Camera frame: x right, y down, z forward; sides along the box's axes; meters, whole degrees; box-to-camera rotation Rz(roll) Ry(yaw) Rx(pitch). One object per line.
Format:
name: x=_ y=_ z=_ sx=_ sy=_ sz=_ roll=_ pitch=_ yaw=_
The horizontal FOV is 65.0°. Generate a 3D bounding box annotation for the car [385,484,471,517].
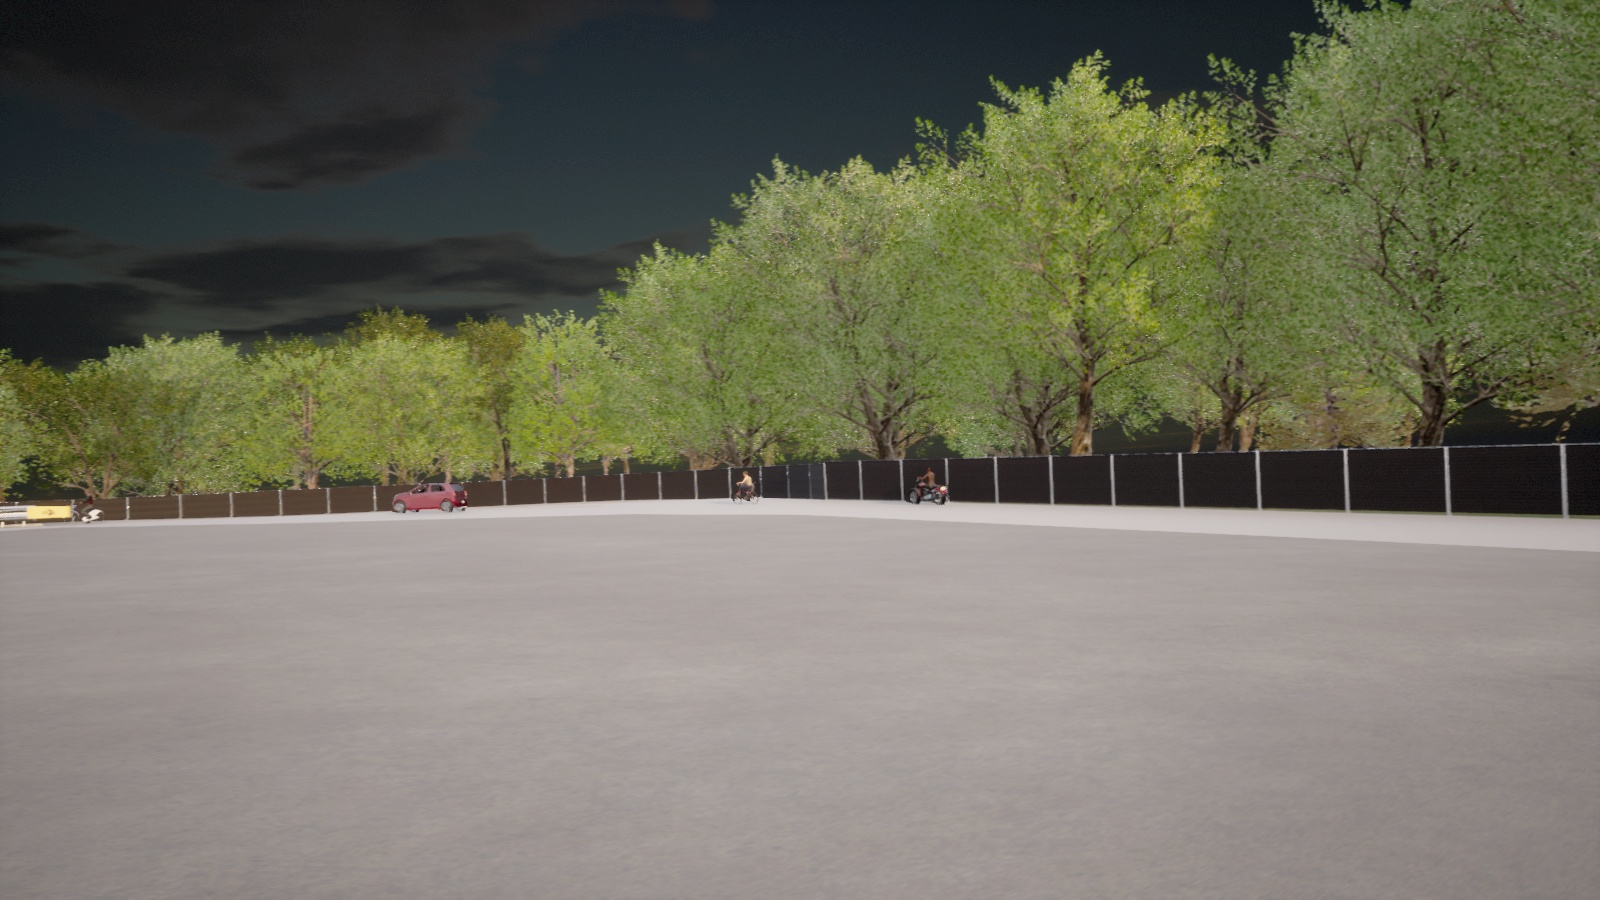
car: x=-18.597 y=2.521 z=62.883 sx=3.633 sy=1.501 sz=1.845 roll=-2 pitch=-1 yaw=10

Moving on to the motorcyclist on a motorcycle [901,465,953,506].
motorcyclist on a motorcycle: x=5.313 y=1.499 z=52.765 sx=0.766 sy=1.649 sz=2.350 roll=-3 pitch=0 yaw=-34

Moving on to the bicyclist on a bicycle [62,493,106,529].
bicyclist on a bicycle: x=-36.459 y=3.095 z=63.925 sx=1.843 sy=1.776 sz=0.659 roll=-1 pitch=-2 yaw=-20
